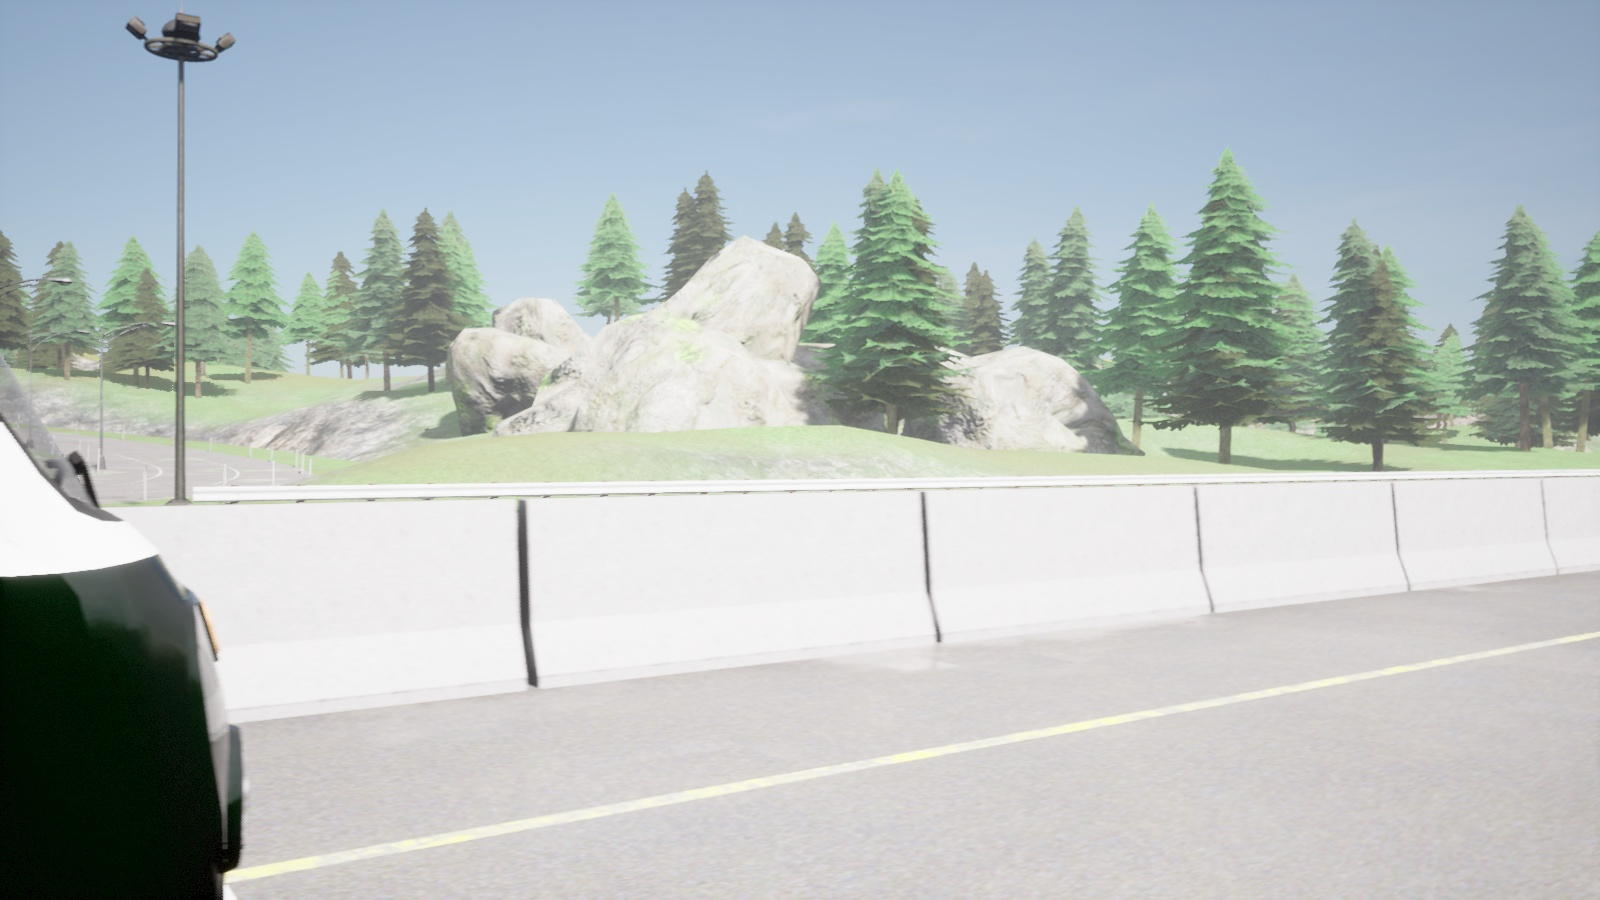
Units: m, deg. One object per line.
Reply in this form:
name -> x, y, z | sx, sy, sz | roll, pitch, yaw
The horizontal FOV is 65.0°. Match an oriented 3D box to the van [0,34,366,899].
van -> -3.100, 0.482, 1.502 | 4.480, 2.038, 2.069 | 0, 0, -35
